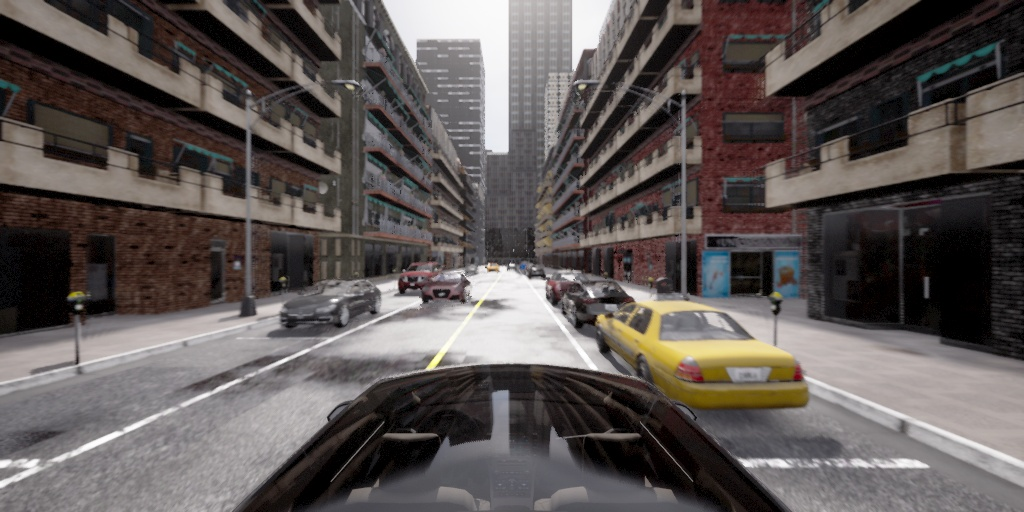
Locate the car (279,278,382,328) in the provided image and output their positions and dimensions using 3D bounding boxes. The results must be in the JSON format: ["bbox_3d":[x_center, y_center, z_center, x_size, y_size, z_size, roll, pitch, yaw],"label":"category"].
[{"bbox_3d":[-5.693,1.432,11.824,2.007,1.370,4.403,0,0,0],"label":"car"}]

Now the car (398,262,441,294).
[{"bbox_3d":[-5.695,1.342,23.027,2.192,1.841,5.009,0,0,0],"label":"car"}]

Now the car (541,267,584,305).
[{"bbox_3d":[2.686,1.393,17.398,1.967,1.591,4.097,0,0,0],"label":"car"}]

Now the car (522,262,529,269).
[{"bbox_3d":[2.682,1.869,45.406,2.007,1.370,4.403,0,0,0],"label":"car"}]

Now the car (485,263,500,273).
[{"bbox_3d":[-3.063,1.974,58.937,1.882,1.535,5.008,0,-1,1],"label":"car"}]

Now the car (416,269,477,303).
[{"bbox_3d":[-3.103,1.523,17.796,1.994,1.385,4.181,0,-1,0],"label":"car"}]

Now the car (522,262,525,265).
[{"bbox_3d":[2.991,1.934,57.618,1.801,1.575,5.366,0,-1,0],"label":"car"}]

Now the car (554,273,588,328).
[{"bbox_3d":[2.687,1.446,11.796,1.948,1.339,4.313,0,0,0],"label":"car"}]

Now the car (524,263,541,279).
[{"bbox_3d":[2.683,1.811,39.804,1.948,1.339,4.313,0,0,0],"label":"car"}]

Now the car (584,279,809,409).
[{"bbox_3d":[2.688,1.333,6.365,1.751,1.417,4.829,0,0,0],"label":"car"}]

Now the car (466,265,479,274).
[{"bbox_3d":[-5.700,1.943,51.034,2.007,1.370,4.403,0,0,0],"label":"car"}]
